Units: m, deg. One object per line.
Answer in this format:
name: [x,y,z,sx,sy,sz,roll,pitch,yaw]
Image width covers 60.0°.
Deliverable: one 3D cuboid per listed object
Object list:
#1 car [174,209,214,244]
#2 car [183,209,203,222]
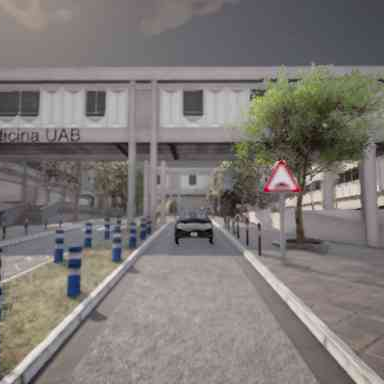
car: [0.095,1.705,17.116,2.128,1.511,4.902,0,-1,0]
car: [0.084,2.431,34.901,1.895,1.301,4.718,0,-3,0]
